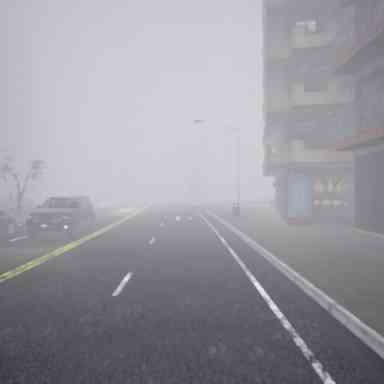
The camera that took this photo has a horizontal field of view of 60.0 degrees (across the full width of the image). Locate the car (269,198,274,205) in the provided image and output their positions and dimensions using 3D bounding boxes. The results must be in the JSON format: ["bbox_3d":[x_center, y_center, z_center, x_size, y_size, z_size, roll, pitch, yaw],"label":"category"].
[{"bbox_3d":[12.752,1.261,44.279,4.902,1.511,2.128,-1,0,11],"label":"car"}]

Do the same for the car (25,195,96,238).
[{"bbox_3d":[-6.878,1.210,18.075,2.150,2.045,5.566,0,0,-2],"label":"car"}]

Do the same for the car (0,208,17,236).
[{"bbox_3d":[-10.067,1.501,15.577,1.837,1.490,4.892,0,0,-1],"label":"car"}]
